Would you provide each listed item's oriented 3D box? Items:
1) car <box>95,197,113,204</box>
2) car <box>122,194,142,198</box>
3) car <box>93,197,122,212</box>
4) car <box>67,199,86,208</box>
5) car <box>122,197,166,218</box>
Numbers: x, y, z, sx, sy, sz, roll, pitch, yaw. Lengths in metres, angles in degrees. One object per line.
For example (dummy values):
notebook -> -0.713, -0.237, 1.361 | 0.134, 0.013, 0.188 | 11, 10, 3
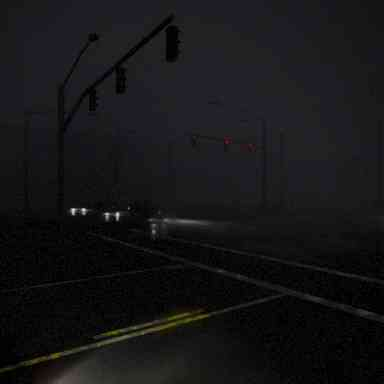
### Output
car -> -16.510, 1.601, 62.708 | 1.895, 1.301, 4.718 | 0, 0, 3
car -> -13.682, 1.524, 72.536 | 1.812, 1.442, 4.674 | 0, 0, 30
car -> -10.019, 1.564, 38.688 | 1.994, 1.385, 4.181 | 0, 0, -35
car -> -16.879, 1.601, 48.553 | 1.895, 1.301, 4.718 | 0, 0, -29
car -> -4.218, 1.491, 30.614 | 2.128, 1.511, 4.902 | 0, 0, -36
